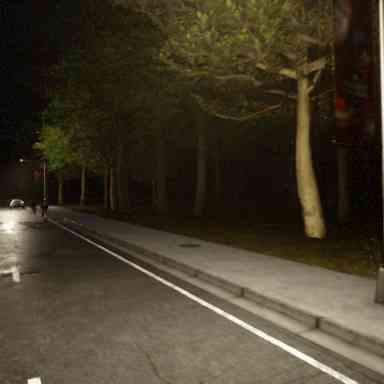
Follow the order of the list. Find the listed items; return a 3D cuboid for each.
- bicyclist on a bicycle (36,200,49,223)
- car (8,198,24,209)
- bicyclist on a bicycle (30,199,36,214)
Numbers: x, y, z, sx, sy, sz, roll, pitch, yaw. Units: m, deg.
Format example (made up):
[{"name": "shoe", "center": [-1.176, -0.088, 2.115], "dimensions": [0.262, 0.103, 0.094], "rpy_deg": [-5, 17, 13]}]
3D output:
[{"name": "bicyclist on a bicycle", "center": [-11.478, 1.533, 25.846], "dimensions": [0.659, 1.776, 1.843], "rpy_deg": [0, 0, -30]}, {"name": "car", "center": [-27.636, 1.918, 52.552], "dimensions": [1.812, 1.442, 4.674], "rpy_deg": [0, 0, -30]}, {"name": "bicyclist on a bicycle", "center": [-16.495, 1.599, 34.630], "dimensions": [0.659, 1.776, 1.843], "rpy_deg": [0, 0, -30]}]
